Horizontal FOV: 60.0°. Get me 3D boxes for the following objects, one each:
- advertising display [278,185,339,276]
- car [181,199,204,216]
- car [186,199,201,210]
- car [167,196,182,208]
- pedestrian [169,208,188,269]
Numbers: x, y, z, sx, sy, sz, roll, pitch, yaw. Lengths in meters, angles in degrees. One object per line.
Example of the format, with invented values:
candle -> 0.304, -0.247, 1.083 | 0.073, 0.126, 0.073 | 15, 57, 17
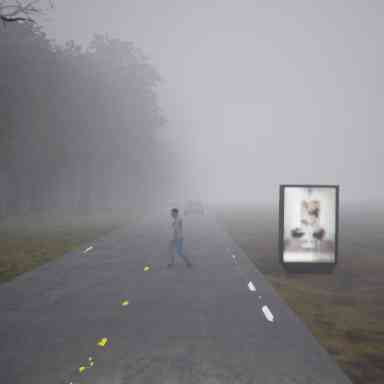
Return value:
advertising display -> 3.178, 1.026, 9.105 | 1.540, 2.440, 0.280 | 1, 1, 0
car -> 0.236, 1.597, 33.102 | 2.033, 1.411, 5.357 | 0, 0, 0
car -> 0.262, 1.649, 45.142 | 1.994, 1.385, 4.181 | 0, 0, 1
car -> -2.617, 1.454, 49.879 | 2.097, 1.767, 4.553 | 0, 0, 0
pedestrian -> -0.401, 1.297, 9.767 | 0.375, 1.860, 0.375 | -1, 1, 0
